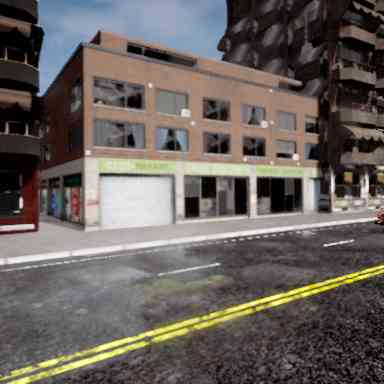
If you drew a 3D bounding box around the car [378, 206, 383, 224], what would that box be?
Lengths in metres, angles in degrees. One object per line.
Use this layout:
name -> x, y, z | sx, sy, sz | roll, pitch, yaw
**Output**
car -> 13.458, 1.040, 20.429 | 4.553, 1.767, 2.097 | -1, 0, -32
